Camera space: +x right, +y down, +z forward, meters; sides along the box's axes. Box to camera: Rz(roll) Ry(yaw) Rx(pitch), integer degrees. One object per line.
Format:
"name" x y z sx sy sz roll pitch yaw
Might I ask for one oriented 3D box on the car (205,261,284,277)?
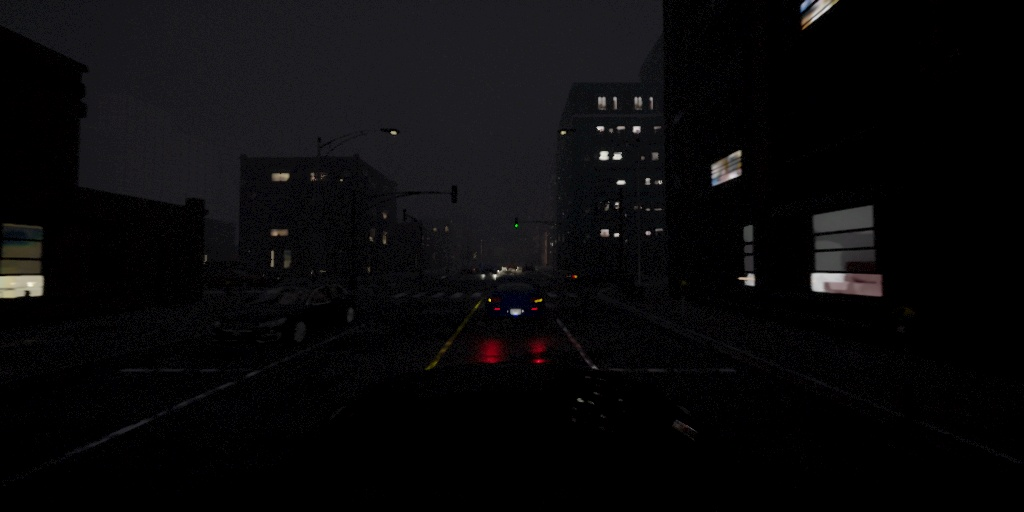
"car" -20.721 1.379 27.584 5.566 2.045 2.150 0 -2 1

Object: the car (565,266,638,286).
"car" 6.760 1.501 27.281 5.357 1.411 2.033 -1 -1 -15

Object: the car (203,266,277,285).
"car" -19.288 1.610 24.823 4.507 1.381 1.888 0 0 1

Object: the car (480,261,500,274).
"car" -3.067 1.737 49.914 1.882 1.535 5.008 0 -1 0

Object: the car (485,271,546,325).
"car" 0.100 1.387 12.128 1.812 1.442 4.674 0 -1 0

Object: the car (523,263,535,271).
"car" 2.705 1.794 58.955 1.967 1.591 4.097 0 0 0

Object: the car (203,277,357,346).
"car" -5.688 1.385 9.574 2.007 1.370 4.403 0 0 0

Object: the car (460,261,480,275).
"car" -5.755 1.780 47.528 1.888 1.381 4.507 0 0 0
